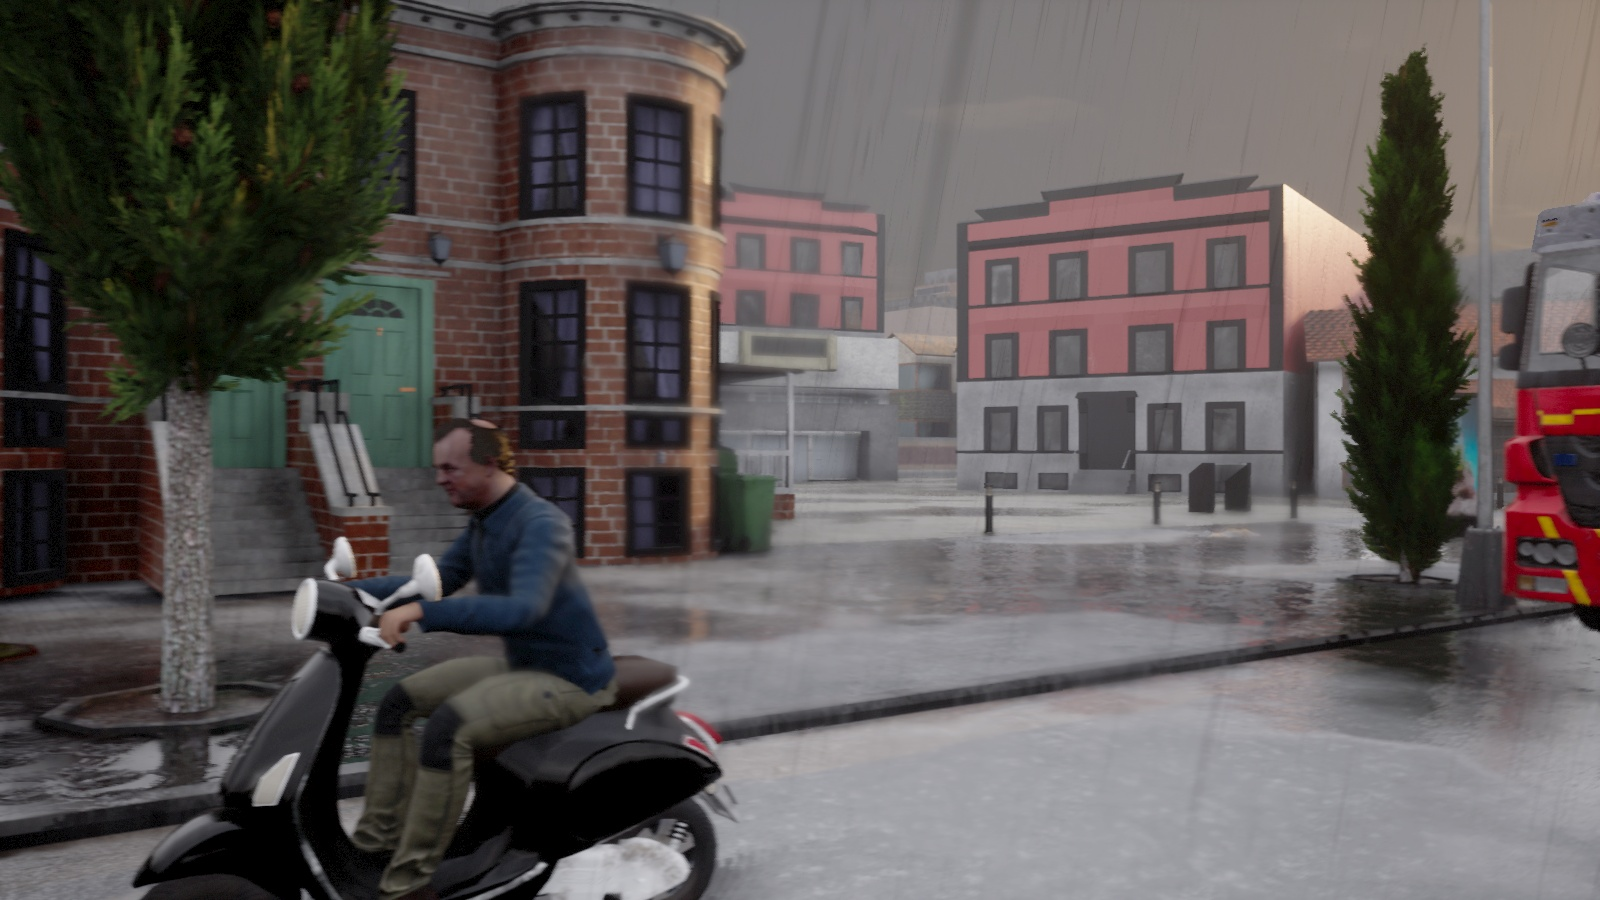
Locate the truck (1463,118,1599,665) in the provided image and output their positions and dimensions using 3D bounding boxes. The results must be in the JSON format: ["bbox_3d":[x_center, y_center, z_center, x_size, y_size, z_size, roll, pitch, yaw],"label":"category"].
[{"bbox_3d":[9.372,-0.413,10.801,8.468,3.827,2.891,0,0,-35],"label":"truck"}]

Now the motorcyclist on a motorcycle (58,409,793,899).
[{"bbox_3d":[-1.014,0.709,3.561,1.817,1.590,0.866,0,0,-35],"label":"motorcyclist on a motorcycle"}]
